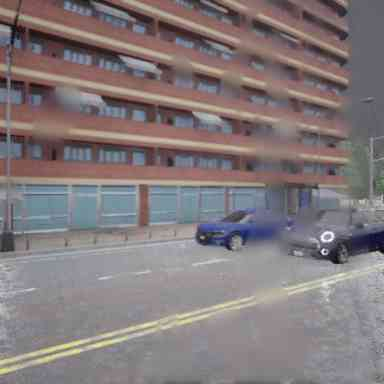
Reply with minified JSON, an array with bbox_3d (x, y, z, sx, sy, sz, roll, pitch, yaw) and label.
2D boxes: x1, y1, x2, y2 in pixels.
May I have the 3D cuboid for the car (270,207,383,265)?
[{"bbox_3d":[5.261,1.380,11.967,4.553,1.767,2.097,0,0,-35],"label":"car"}]

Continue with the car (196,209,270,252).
[{"bbox_3d":[2.452,1.504,14.270,5.008,1.535,1.882,0,0,-35],"label":"car"}]
